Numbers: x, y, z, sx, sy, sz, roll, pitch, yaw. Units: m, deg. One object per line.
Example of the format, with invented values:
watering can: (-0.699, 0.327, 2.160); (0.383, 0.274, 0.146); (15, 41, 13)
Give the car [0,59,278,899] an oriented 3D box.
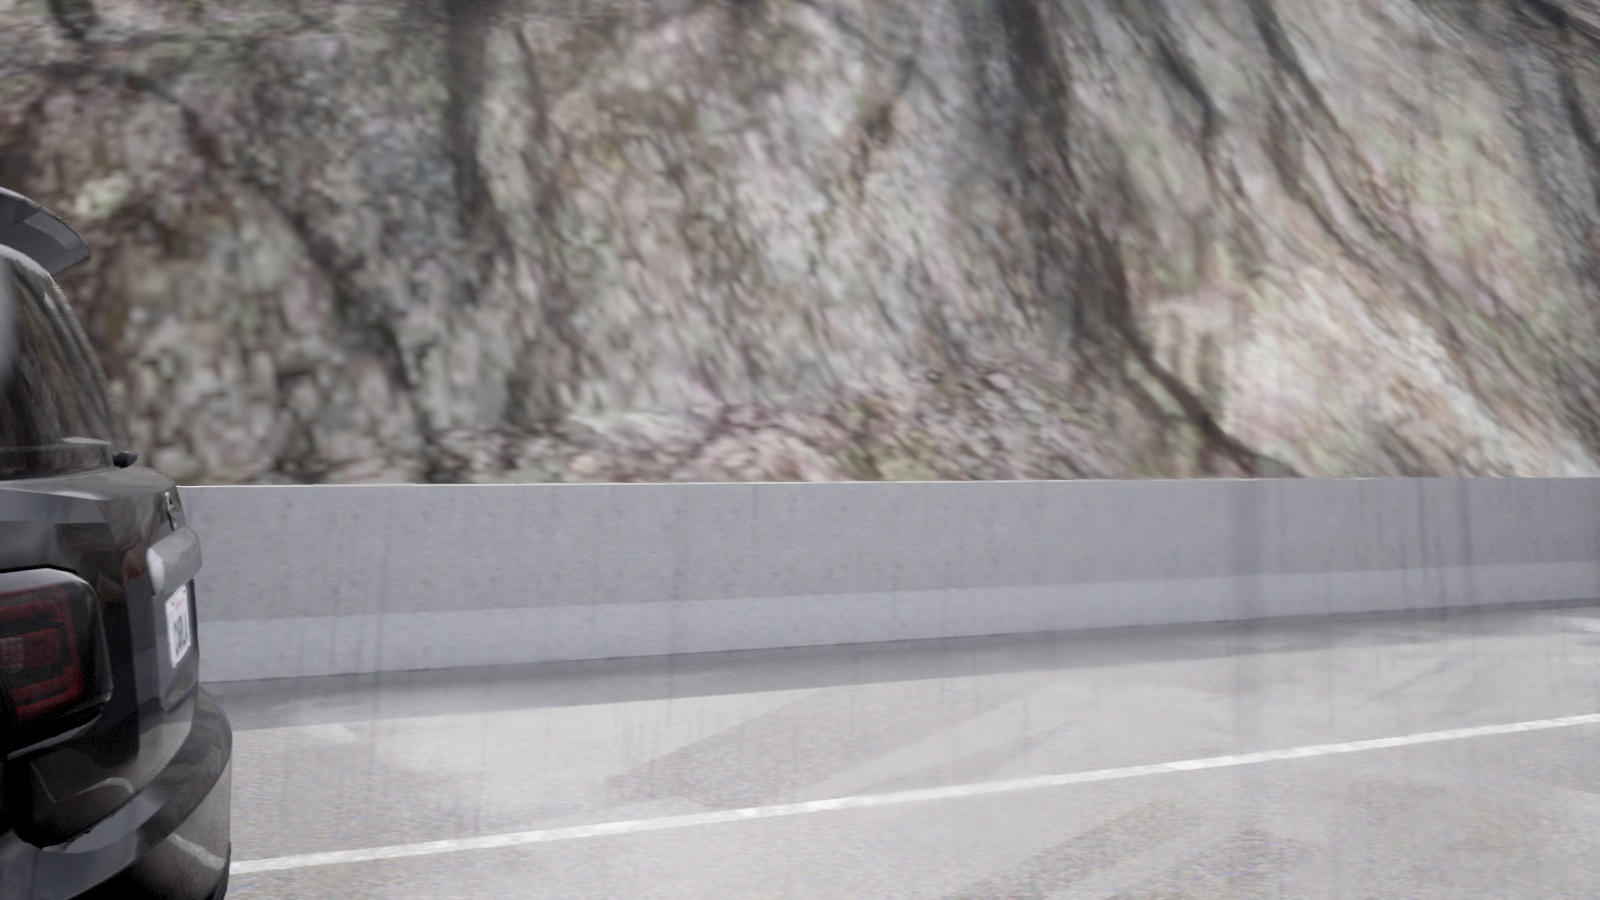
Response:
car: (-3.822, 0.536, 1.793); (5.566, 2.045, 2.150); (-1, 1, -20)
